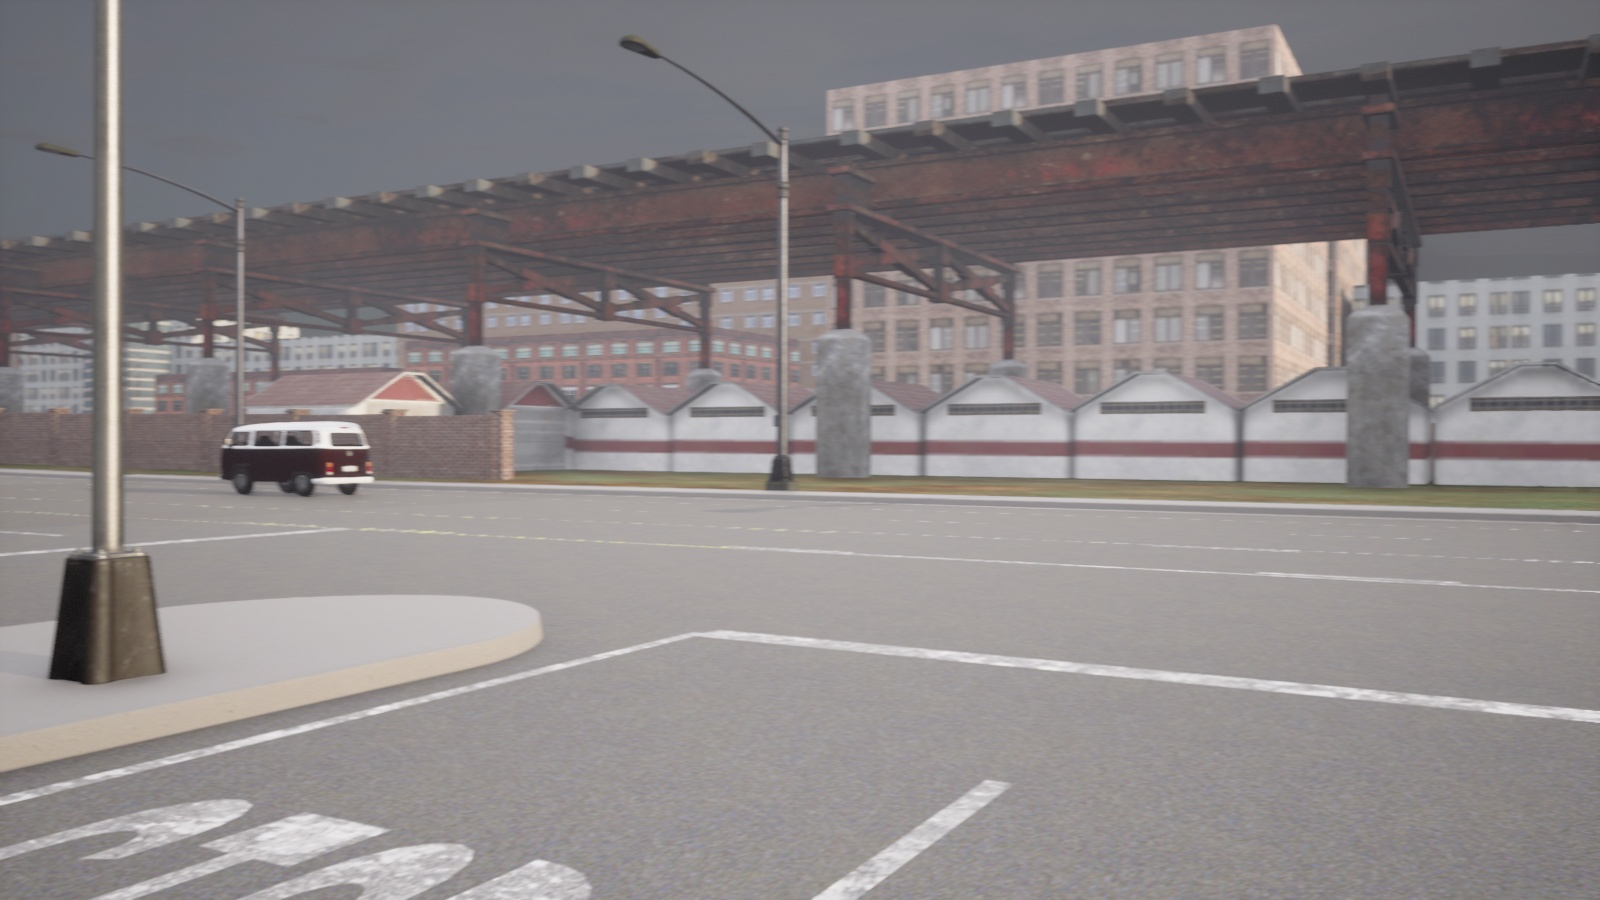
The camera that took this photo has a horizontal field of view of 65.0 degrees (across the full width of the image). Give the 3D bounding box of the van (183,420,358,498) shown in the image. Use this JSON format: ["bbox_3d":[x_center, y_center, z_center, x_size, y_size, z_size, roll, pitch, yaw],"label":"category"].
[{"bbox_3d":[-14.630,0.217,34.685,4.480,2.038,2.069,0,0,28],"label":"van"}]
